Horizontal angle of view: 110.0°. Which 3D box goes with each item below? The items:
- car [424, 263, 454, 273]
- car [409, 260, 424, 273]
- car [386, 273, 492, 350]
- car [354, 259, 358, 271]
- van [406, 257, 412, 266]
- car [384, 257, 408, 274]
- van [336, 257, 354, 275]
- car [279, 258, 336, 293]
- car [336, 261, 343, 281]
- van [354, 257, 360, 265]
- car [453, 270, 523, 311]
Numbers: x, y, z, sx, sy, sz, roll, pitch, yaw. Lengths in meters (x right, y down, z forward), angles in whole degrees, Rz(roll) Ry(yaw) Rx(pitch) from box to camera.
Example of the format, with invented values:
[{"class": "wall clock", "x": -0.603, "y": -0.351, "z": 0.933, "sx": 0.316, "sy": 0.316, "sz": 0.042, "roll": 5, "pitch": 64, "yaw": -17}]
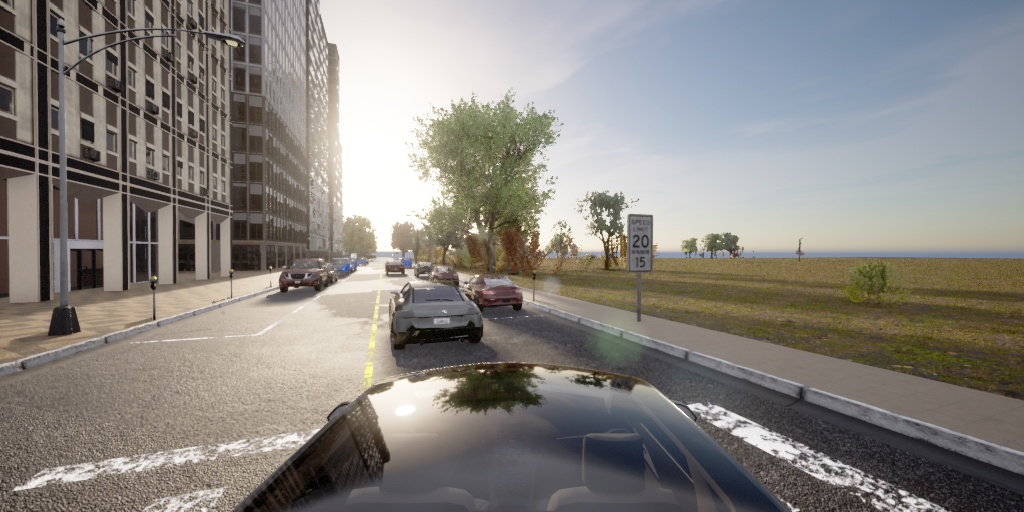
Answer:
[{"class": "car", "x": -4.650, "y": 1.317, "z": 24.222, "sx": 1.802, "sy": 1.307, "sz": 4.207, "roll": 0, "pitch": 0, "yaw": -20}, {"class": "car", "x": -8.475, "y": 1.281, "z": 34.623, "sx": 2.007, "sy": 1.370, "sz": 4.403, "roll": 0, "pitch": 0, "yaw": -20}, {"class": "car", "x": -2.124, "y": 1.310, "z": 9.287, "sx": 1.994, "sy": 1.385, "sz": 4.181, "roll": 0, "pitch": 0, "yaw": -20}, {"class": "car", "x": -19.587, "y": 1.317, "z": 42.272, "sx": 1.802, "sy": 1.307, "sz": 4.207, "roll": 0, "pitch": 0, "yaw": -20}, {"class": "van", "x": -17.819, "y": 1.060, "z": 60.705, "sx": 1.690, "sy": 1.789, "sz": 3.998, "roll": 0, "pitch": 0, "yaw": -20}, {"class": "car", "x": -12.788, "y": 1.209, "z": 39.230, "sx": 1.882, "sy": 1.535, "sz": 5.008, "roll": 0, "pitch": 0, "yaw": -19}, {"class": "van", "x": -17.716, "y": 1.078, "z": 37.050, "sx": 1.690, "sy": 1.789, "sz": 3.998, "roll": 0, "pitch": 0, "yaw": -20}, {"class": "car", "x": -12.192, "y": 1.060, "z": 21.351, "sx": 2.192, "sy": 1.841, "sz": 5.009, "roll": 0, "pitch": 0, "yaw": -20}, {"class": "car", "x": -14.019, "y": 1.308, "z": 26.588, "sx": 1.948, "sy": 1.339, "sz": 4.313, "roll": 0, "pitch": 0, "yaw": -20}, {"class": "van", "x": -21.458, "y": 1.074, "z": 47.495, "sx": 1.690, "sy": 1.789, "sz": 3.998, "roll": 0, "pitch": 0, "yaw": -20}, {"class": "car", "x": -0.877, "y": 1.323, "z": 13.799, "sx": 1.802, "sy": 1.307, "sz": 4.207, "roll": 0, "pitch": 0, "yaw": -20}]
